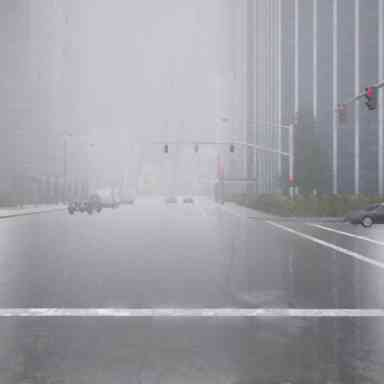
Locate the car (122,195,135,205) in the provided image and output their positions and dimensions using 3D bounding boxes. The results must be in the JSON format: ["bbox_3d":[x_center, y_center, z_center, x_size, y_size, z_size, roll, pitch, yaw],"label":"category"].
[{"bbox_3d":[-11.253,1.352,57.290,2.097,1.767,4.553,0,0,0],"label":"car"}]

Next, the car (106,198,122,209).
[{"bbox_3d":[-11.171,1.564,44.907,1.994,1.385,4.181,0,0,0],"label":"car"}]

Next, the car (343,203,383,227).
[{"bbox_3d":[12.634,1.505,22.053,4.892,1.490,1.837,0,0,0],"label":"car"}]

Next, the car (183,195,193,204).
[{"bbox_3d":[-0.743,1.526,65.316,1.812,1.442,4.674,0,0,0],"label":"car"}]

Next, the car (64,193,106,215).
[{"bbox_3d":[-11.085,1.221,34.864,2.150,2.045,5.566,0,0,-1],"label":"car"}]

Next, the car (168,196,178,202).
[{"bbox_3d":[-4.324,1.540,75.238,2.033,1.411,5.357,0,0,0],"label":"car"}]

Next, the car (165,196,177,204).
[{"bbox_3d":[-4.140,1.601,64.977,1.895,1.301,4.718,0,0,0],"label":"car"}]

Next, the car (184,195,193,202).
[{"bbox_3d":[-0.828,1.387,75.567,1.882,1.535,5.008,0,0,0],"label":"car"}]

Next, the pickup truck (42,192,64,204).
[{"bbox_3d":[-24.321,1.059,60.016,2.390,2.098,6.274,0,0,30],"label":"pickup truck"}]
